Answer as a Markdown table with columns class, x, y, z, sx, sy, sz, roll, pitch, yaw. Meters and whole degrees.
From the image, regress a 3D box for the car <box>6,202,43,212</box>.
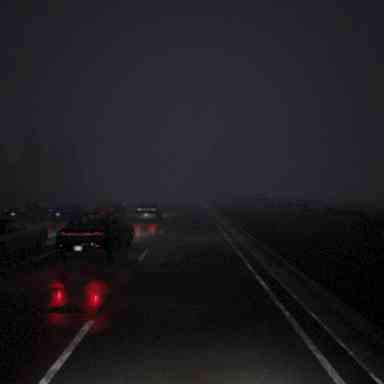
| class | x | y | z | sx | sy | sz | roll | pitch | yaw |
| --- | --- | --- | --- | --- | --- | --- | --- | --- | --- |
| car | -13.947 | 1.570 | 28.275 | 1.812 | 1.442 | 4.674 | 0 | 0 | 1 |

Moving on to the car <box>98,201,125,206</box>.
| class | x | y | z | sx | sy | sz | roll | pitch | yaw |
| --- | --- | --- | --- | --- | --- | --- | --- | --- | --- |
| car | -6.945 | 1.523 | 28.759 | 1.882 | 1.535 | 5.008 | 0 | 0 | 1 |

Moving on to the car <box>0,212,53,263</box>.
| class | x | y | z | sx | sy | sz | roll | pitch | yaw |
| --- | --- | --- | --- | --- | --- | --- | --- | --- | --- |
| car | -6.964 | 1.620 | 11.969 | 1.895 | 1.301 | 4.718 | 0 | 0 | 1 |

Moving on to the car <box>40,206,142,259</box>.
| class | x | y | z | sx | sy | sz | roll | pitch | yaw |
| --- | --- | --- | --- | --- | --- | --- | --- | --- | --- |
| car | -3.457 | 1.512 | 12.577 | 2.128 | 1.511 | 4.902 | 0 | 0 | 1 |

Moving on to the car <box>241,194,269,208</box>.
| class | x | y | z | sx | sy | sz | roll | pitch | yaw |
| --- | --- | --- | --- | --- | --- | --- | --- | --- | --- |
| car | 8.927 | 1.288 | 47.167 | 3.866 | 1.878 | 1.905 | 0 | 0 | 0 |

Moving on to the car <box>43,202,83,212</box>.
| class | x | y | z | sx | sy | sz | roll | pitch | yaw |
| --- | --- | --- | --- | --- | --- | --- | --- | --- | --- |
| car | -10.448 | 1.570 | 28.241 | 1.812 | 1.442 | 4.674 | 0 | 0 | 1 |

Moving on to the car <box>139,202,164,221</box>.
| class | x | y | z | sx | sy | sz | roll | pitch | yaw |
| --- | --- | --- | --- | --- | --- | --- | --- | --- | --- |
| car | -3.455 | 1.535 | 27.570 | 2.128 | 1.511 | 4.902 | 0 | 0 | 1 |
